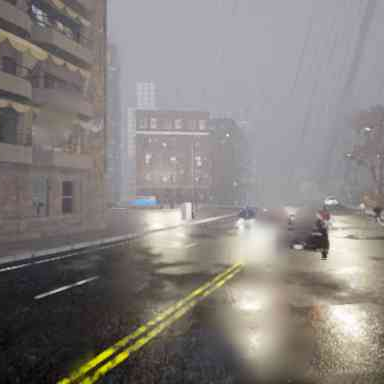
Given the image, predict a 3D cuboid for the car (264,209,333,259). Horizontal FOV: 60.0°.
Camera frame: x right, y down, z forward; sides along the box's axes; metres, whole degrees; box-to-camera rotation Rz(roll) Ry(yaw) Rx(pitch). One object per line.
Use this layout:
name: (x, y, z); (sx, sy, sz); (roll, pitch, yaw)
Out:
car: (4.531, 1.652, 13.435); (2.128, 1.511, 4.902); (0, -1, 23)

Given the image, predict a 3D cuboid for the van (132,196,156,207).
van: (-8.111, 1.637, 57.043); (3.998, 1.788, 1.690); (1, -2, -9)

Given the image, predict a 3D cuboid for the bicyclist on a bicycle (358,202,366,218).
bicyclist on a bicycle: (16.800, 1.804, 32.807); (0.866, 1.612, 1.509); (0, -1, 21)

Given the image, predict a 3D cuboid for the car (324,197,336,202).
car: (28.455, 1.988, 68.156); (2.150, 2.045, 5.566); (0, -1, 18)

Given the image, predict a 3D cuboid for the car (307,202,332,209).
car: (11.322, 1.913, 29.997); (1.994, 1.385, 4.181); (0, -1, 22)

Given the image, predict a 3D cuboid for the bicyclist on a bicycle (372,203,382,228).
bicyclist on a bicycle: (13.103, 1.635, 23.547); (0.659, 1.776, 1.843); (0, -1, 22)

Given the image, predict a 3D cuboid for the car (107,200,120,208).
car: (-12.540, 1.753, 47.899); (4.206, 1.307, 1.802); (1, -2, -9)

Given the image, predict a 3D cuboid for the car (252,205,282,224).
car: (6.600, 1.932, 27.426); (1.895, 1.301, 4.718); (0, -1, 22)

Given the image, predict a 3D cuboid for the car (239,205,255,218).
car: (6.377, 2.034, 35.561); (1.895, 1.301, 4.718); (0, -1, 22)

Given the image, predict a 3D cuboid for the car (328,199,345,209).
car: (24.321, 2.226, 55.673); (1.895, 1.301, 4.718); (0, -1, 19)
